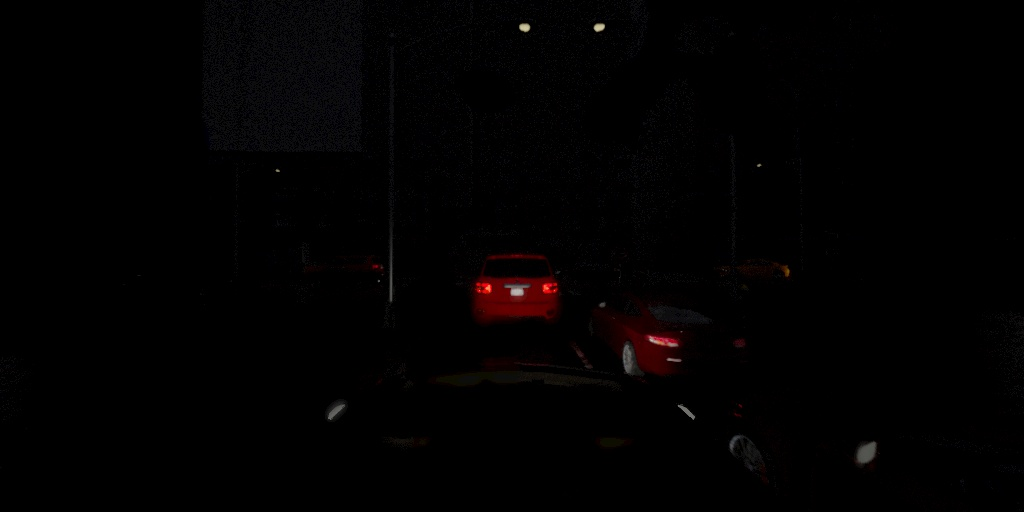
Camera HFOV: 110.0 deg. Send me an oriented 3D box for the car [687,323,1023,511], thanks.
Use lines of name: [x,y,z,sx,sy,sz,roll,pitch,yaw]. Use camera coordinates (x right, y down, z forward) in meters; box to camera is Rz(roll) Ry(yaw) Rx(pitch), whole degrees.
car: [2.638,1.333,1.417,1.802,1.307,4.207,0,0,0]

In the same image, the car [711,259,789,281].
car: [17.099,0.974,25.909,5.008,1.535,1.882,0,-1,0]

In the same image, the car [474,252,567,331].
car: [0.101,0.924,10.941,2.150,2.045,5.566,0,0,0]

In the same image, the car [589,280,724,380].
car: [2.641,1.307,6.855,1.802,1.307,4.207,0,0,0]

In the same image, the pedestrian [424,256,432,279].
pedestrian: [-6.812,0.900,28.937,0.375,1.860,0.375,0,0,0]

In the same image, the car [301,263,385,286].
car: [-10.758,1.321,23.087,4.718,1.301,1.895,-1,-1,0]

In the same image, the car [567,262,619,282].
car: [5.327,1.127,25.966,4.674,1.442,1.812,0,-1,0]

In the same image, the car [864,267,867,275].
car: [28.462,1.010,25.860,4.718,1.301,1.895,0,-1,0]

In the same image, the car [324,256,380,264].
car: [-12.354,1.006,26.398,5.566,2.045,2.150,-1,-1,-4]
